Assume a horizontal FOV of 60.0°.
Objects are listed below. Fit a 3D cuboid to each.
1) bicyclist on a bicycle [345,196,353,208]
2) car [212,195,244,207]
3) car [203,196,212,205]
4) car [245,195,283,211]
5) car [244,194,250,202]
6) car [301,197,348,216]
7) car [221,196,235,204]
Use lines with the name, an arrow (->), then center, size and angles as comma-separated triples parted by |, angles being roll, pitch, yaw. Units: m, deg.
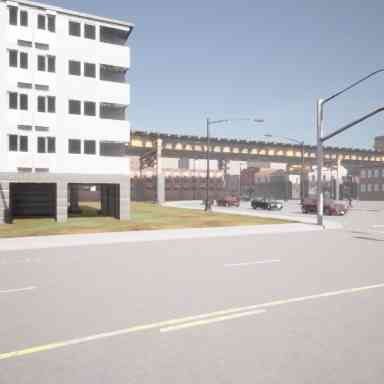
bicyclist on a bicycle -> 20.436, 1.303, 43.310 | 1.656, 1.620, 0.582 | 0, 0, -25
car -> 5.367, 1.478, 50.095 | 1.882, 1.535, 5.008 | 0, 0, -22
car -> 2.916, 1.505, 59.907 | 1.837, 1.490, 4.892 | 0, 0, -1
car -> 9.244, 1.491, 41.354 | 2.128, 1.511, 4.902 | 0, 0, -25
car -> 11.879, 1.525, 75.701 | 2.128, 1.511, 4.902 | 0, 0, 41
car -> 13.110, 1.352, 33.080 | 2.097, 1.767, 4.553 | 0, 0, -25
car -> 7.349, 1.491, 66.747 | 2.128, 1.511, 4.902 | 0, 0, 14
